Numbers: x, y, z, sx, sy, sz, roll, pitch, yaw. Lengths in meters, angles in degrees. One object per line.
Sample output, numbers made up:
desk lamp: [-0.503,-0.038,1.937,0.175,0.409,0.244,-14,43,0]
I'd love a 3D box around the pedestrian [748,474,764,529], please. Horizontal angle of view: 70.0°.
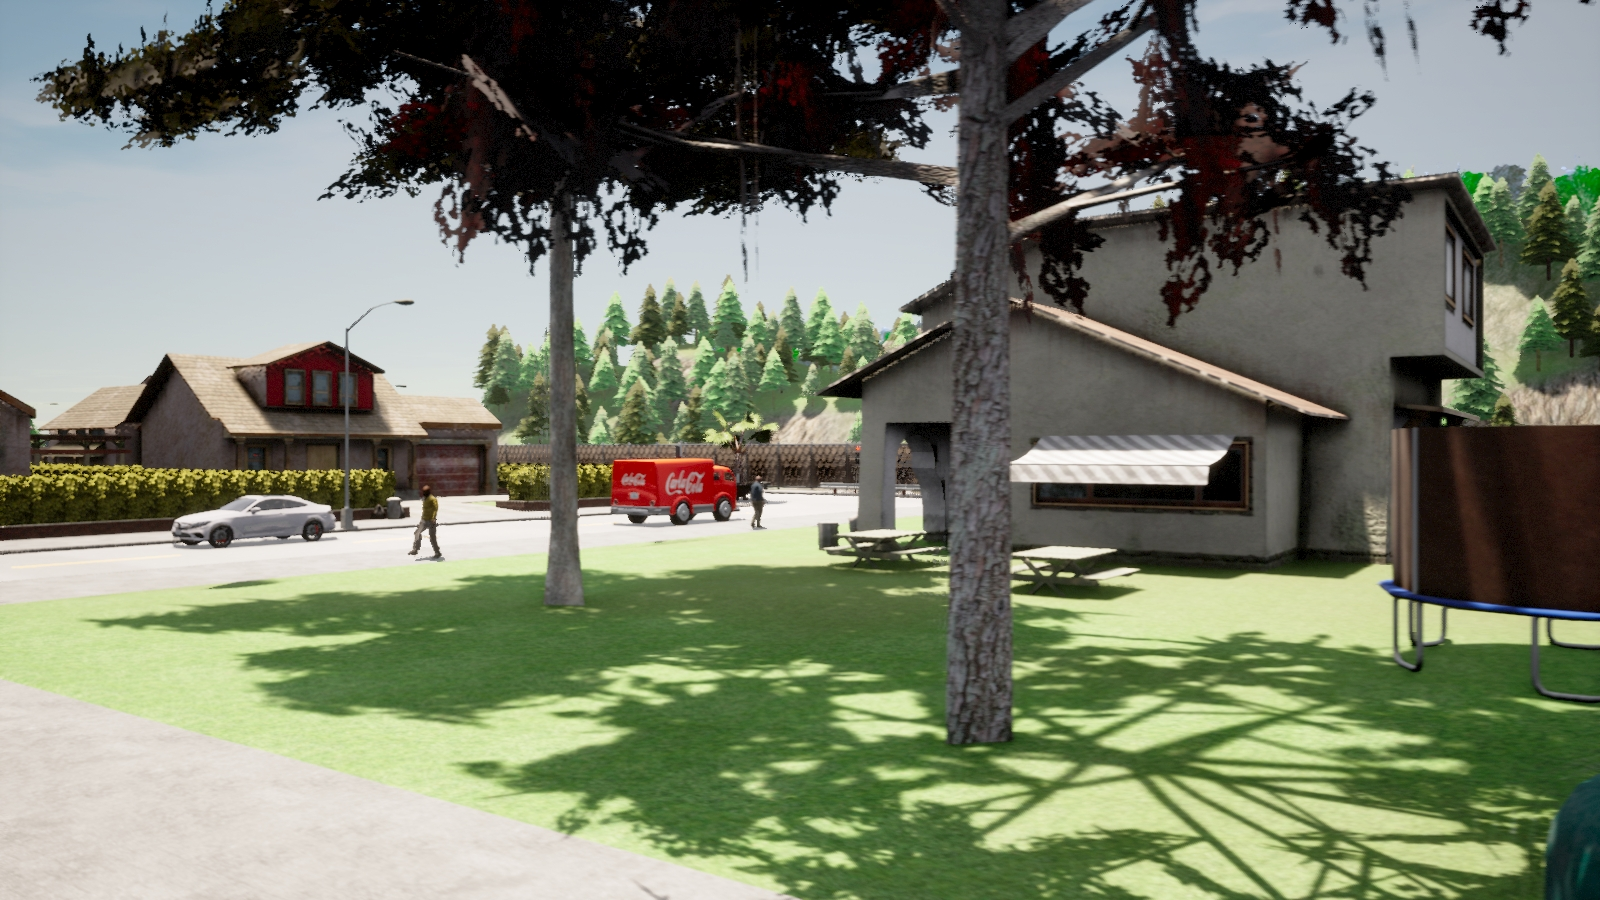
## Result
pedestrian: [-1.496,1.744,38.836,0.375,1.860,0.375,0,0,40]

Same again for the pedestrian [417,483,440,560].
pedestrian: [-9.095,1.743,27.961,0.375,1.860,0.375,0,0,35]

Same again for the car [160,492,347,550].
car: [-16.318,2.082,34.352,2.002,1.442,4.674,0,0,35]

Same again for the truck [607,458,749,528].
truck: [-4.607,1.568,43.838,2.627,2.467,5.204,0,0,35]
